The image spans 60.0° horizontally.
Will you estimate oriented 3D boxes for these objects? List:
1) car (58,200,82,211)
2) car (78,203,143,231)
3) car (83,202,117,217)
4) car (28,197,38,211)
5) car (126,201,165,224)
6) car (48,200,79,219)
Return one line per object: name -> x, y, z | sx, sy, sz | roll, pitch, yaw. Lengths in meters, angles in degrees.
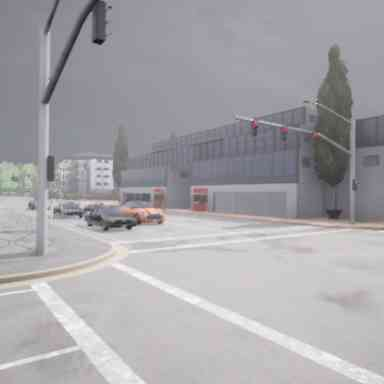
car -> -16.105, 1.763, 43.916 | 1.895, 1.301, 4.718 | 1, -1, -34
car -> -5.492, 1.654, 21.848 | 2.033, 1.411, 5.357 | 1, -1, -35
car -> -9.472, 1.758, 33.982 | 1.895, 1.301, 4.718 | 1, -1, -34
car -> -20.045, 1.468, 43.530 | 2.097, 1.767, 4.553 | 1, 0, -33
car -> -3.907, 1.506, 25.740 | 2.097, 1.767, 4.553 | 1, -1, -34
car -> -11.384, 1.658, 30.548 | 2.033, 1.411, 5.357 | 1, -1, -34
